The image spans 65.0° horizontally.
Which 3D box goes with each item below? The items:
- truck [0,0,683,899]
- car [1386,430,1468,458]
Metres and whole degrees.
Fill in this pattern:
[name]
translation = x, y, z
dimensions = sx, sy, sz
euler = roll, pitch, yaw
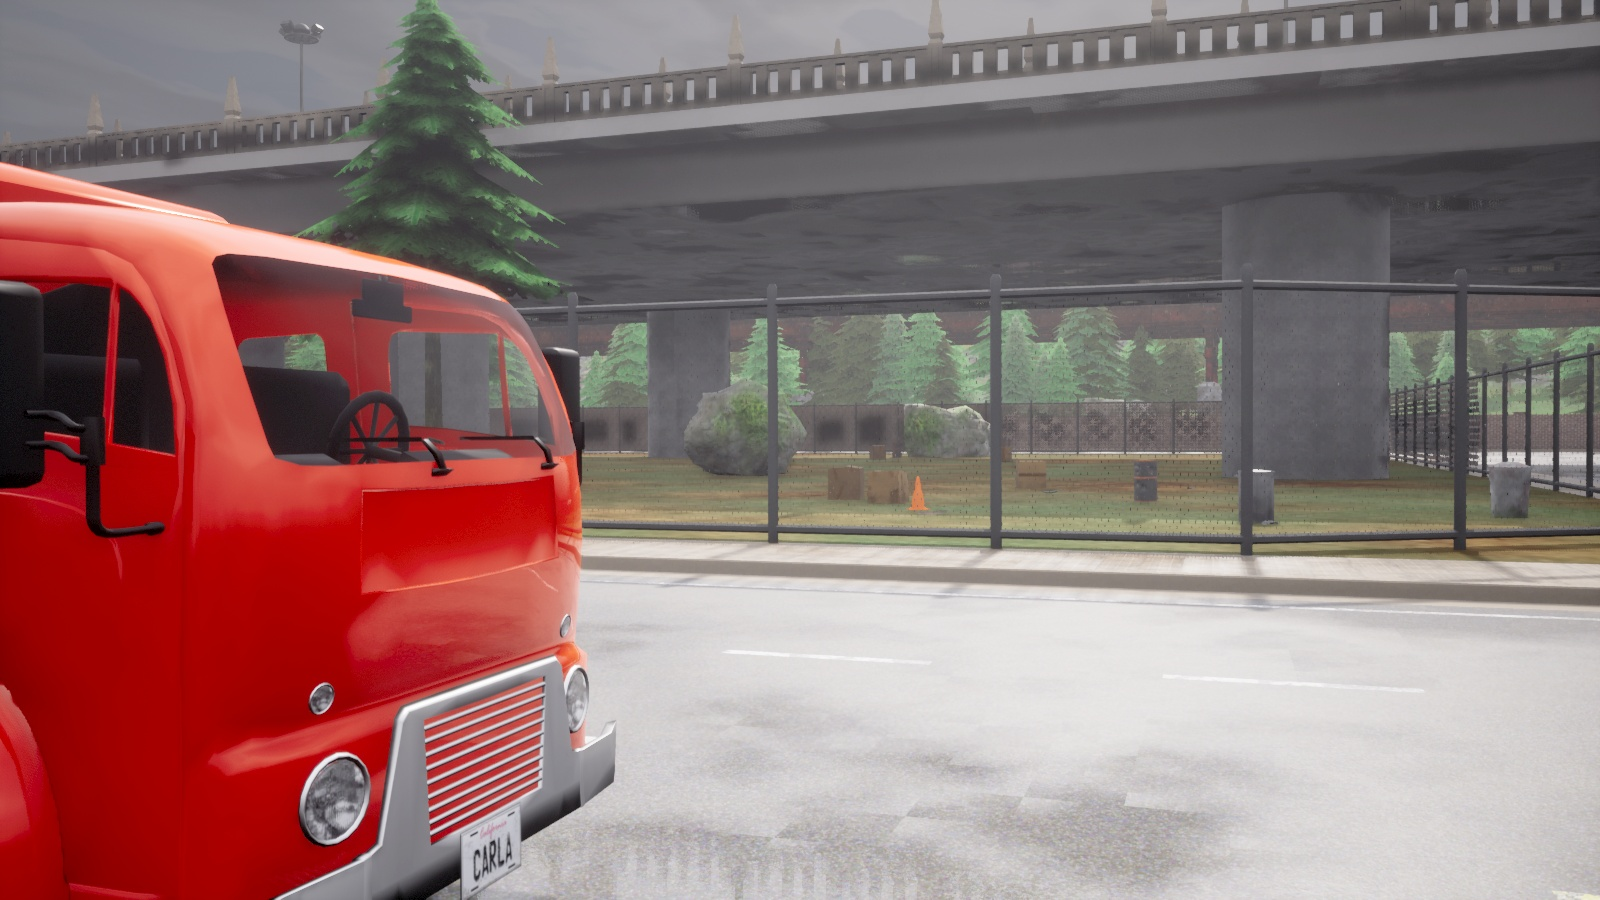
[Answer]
[truck]
translation = -3.328, 0.257, 4.304
dimensions = 5.204, 2.467, 2.627
euler = 1, 1, 19
[car]
translation = 41.001, -0.421, 82.171
dimensions = 4.553, 1.767, 2.097
euler = 1, 1, 19
